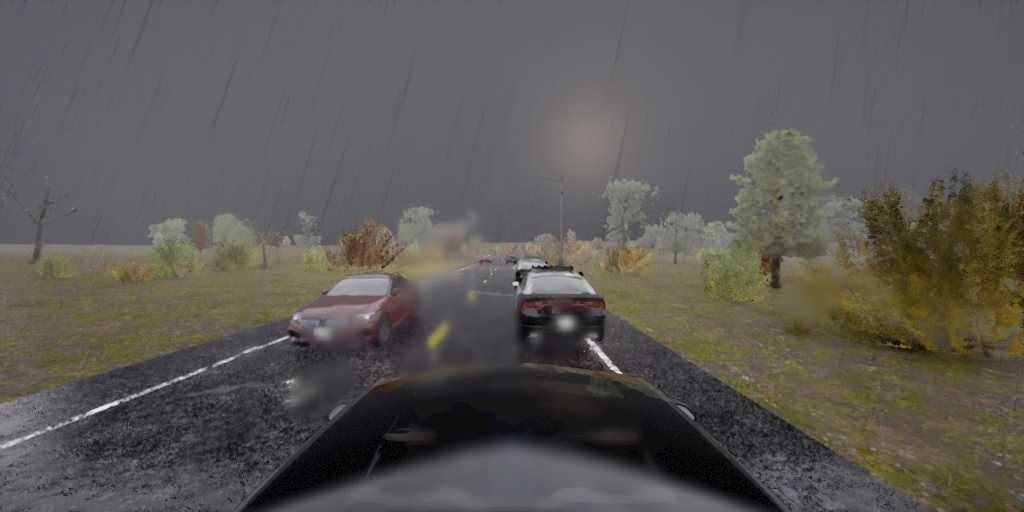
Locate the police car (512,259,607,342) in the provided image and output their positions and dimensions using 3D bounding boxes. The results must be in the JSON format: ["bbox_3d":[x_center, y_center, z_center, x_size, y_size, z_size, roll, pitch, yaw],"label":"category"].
[{"bbox_3d":[1.048,1.060,9.549,1.930,1.638,5.238,0,1,0],"label":"police car"}]

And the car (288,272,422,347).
[{"bbox_3d":[-3.589,1.167,9.130,1.812,1.442,4.674,0,1,0],"label":"car"}]

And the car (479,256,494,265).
[{"bbox_3d":[-3.599,0.584,50.419,1.895,1.301,4.718,0,1,0],"label":"car"}]

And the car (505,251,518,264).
[{"bbox_3d":[0.045,0.448,52.616,1.837,1.490,4.892,0,0,0],"label":"car"}]

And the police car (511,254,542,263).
[{"bbox_3d":[1.045,0.908,19.549,1.930,1.638,5.238,0,1,0],"label":"police car"}]
